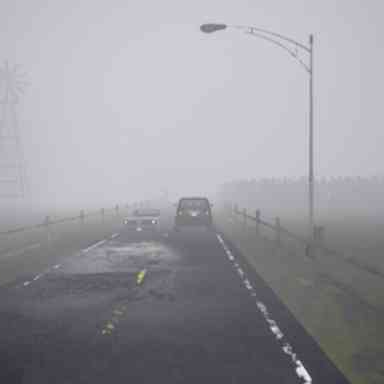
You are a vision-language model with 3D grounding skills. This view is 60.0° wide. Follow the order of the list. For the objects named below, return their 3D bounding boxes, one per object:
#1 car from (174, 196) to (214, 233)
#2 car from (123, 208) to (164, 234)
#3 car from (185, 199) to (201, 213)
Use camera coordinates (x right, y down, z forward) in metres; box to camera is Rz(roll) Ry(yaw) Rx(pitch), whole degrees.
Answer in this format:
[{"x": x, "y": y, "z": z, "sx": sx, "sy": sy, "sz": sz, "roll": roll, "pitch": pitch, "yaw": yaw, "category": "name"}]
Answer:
[{"x": 0.100, "y": 1.274, "z": 19.955, "sx": 2.150, "sy": 2.045, "sz": 5.566, "roll": 0, "pitch": 0, "yaw": 0, "category": "car"}, {"x": -2.752, "y": 1.653, "z": 19.595, "sx": 1.895, "sy": 1.301, "sz": 4.718, "roll": 0, "pitch": 0, "yaw": 0, "category": "car"}, {"x": 0.099, "y": 1.635, "z": 39.081, "sx": 1.812, "sy": 1.442, "sz": 4.674, "roll": 0, "pitch": 0, "yaw": 0, "category": "car"}]
